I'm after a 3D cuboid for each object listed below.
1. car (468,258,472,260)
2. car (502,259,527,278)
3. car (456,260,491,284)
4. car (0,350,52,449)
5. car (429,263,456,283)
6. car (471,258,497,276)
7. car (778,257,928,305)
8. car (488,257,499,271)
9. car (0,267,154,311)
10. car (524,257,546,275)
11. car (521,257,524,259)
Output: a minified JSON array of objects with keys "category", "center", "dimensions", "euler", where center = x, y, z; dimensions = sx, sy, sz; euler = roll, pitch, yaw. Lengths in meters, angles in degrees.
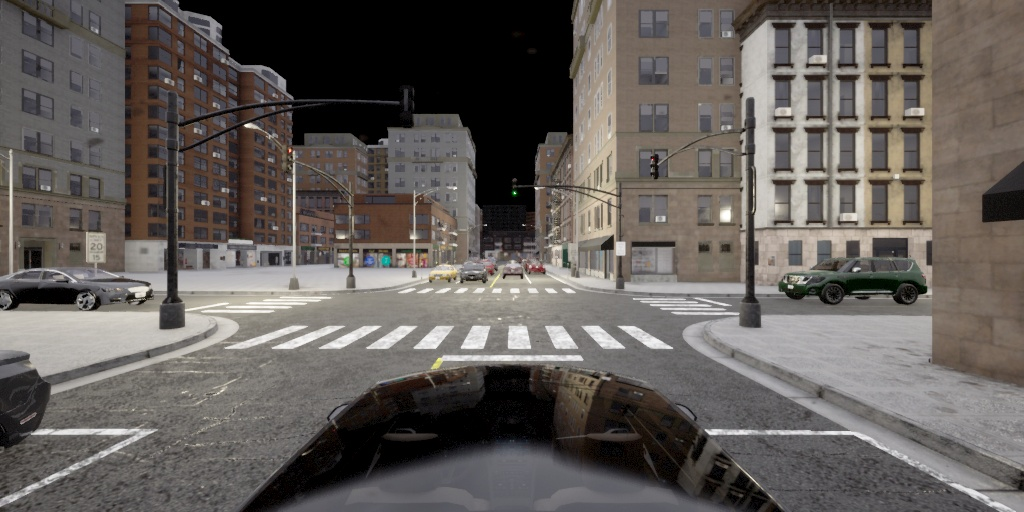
[{"category":"car","center":[-5.375,1.302,45.464],"dimensions":[2.007,1.370,4.403],"euler":[0,0,0]},{"category":"car","center":[0.085,1.298,33.451],"dimensions":[2.033,1.411,5.357],"euler":[0,0,0]},{"category":"car","center":[-2.820,1.255,27.210],"dimensions":[1.837,1.490,4.892],"euler":[0,0,-1]},{"category":"car","center":[-5.388,1.300,1.633],"dimensions":[2.007,1.370,4.403],"euler":[0,0,0]},{"category":"car","center":[-5.380,1.276,28.308],"dimensions":[1.751,1.417,4.829],"euler":[0,0,0]},{"category":"car","center":[-2.841,1.229,37.527],"dimensions":[1.882,1.535,5.008],"euler":[0,0,0]},{"category":"car","center":[15.348,1.056,16.285],"dimensions":[5.566,2.045,2.150],"euler":[0,0,-2]},{"category":"car","center":[-2.823,1.257,47.943],"dimensions":[1.837,1.490,4.892],"euler":[0,0,0]},{"category":"car","center":[-16.223,1.167,13.290],"dimensions":[4.902,1.511,2.128],"euler":[0,0,0]},{"category":"car","center":[2.648,1.191,39.799],"dimensions":[1.967,1.591,4.097],"euler":[0,0,0]},{"category":"car","center":[2.650,1.066,45.461],"dimensions":[2.192,1.841,5.009],"euler":[0,0,0]}]
